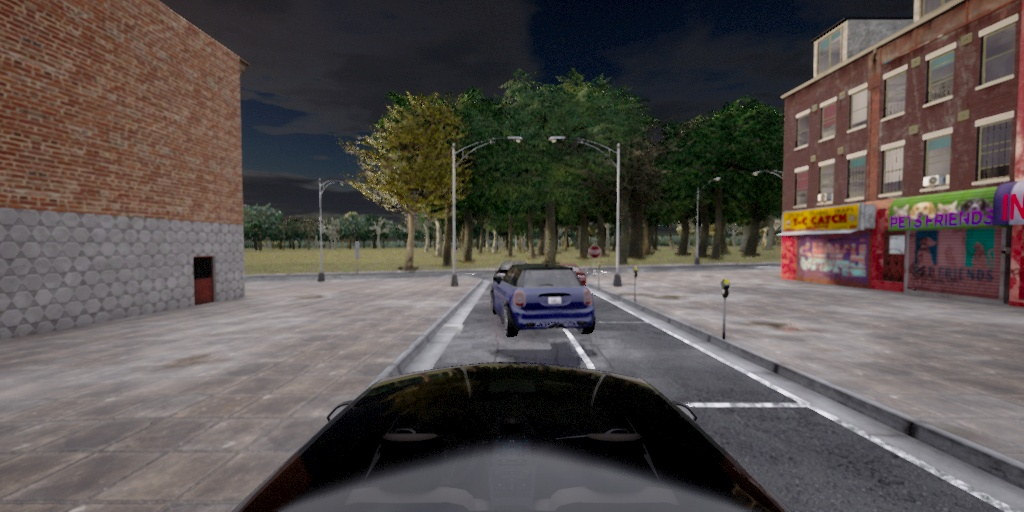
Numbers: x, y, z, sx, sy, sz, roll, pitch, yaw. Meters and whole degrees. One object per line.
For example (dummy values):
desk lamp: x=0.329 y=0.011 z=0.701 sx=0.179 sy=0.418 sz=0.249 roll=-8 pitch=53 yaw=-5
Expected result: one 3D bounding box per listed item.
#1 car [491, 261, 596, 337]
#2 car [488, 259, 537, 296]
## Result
car: x=0.616 y=0.970 z=10.052 sx=2.097 sy=1.767 sz=4.553 roll=0 pitch=1 yaw=-9
car: x=0.127 y=0.982 z=18.209 sx=2.128 sy=1.511 sz=4.902 roll=0 pitch=1 yaw=2
